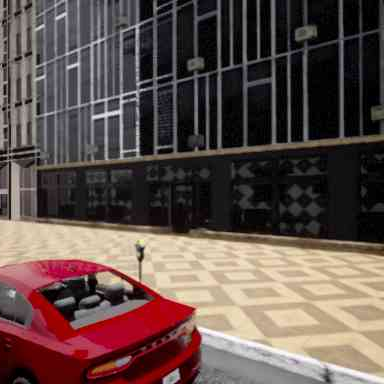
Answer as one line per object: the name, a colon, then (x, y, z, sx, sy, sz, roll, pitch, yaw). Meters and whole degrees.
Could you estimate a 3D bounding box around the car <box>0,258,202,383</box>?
car: (-2.002, 1.561, 4.312, 4.507, 1.381, 1.887, 0, 0, 36)
